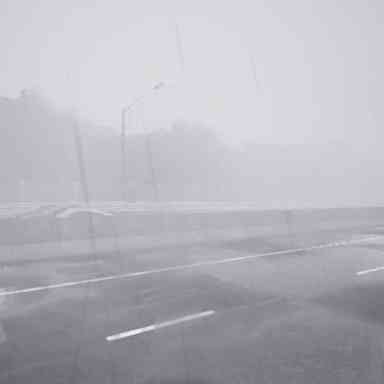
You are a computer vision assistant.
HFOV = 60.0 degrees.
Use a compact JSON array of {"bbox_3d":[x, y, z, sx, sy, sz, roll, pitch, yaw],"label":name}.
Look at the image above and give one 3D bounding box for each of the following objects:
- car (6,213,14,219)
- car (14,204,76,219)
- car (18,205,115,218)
[{"bbox_3d":[-10.028,1.552,22.632,4.674,1.442,1.812,0,0,-35],"label":"car"},{"bbox_3d":[-7.679,1.533,20.008,4.892,1.490,1.837,0,0,-35],"label":"car"},{"bbox_3d":[-5.992,1.552,16.912,4.674,1.442,1.812,0,0,-35],"label":"car"}]
